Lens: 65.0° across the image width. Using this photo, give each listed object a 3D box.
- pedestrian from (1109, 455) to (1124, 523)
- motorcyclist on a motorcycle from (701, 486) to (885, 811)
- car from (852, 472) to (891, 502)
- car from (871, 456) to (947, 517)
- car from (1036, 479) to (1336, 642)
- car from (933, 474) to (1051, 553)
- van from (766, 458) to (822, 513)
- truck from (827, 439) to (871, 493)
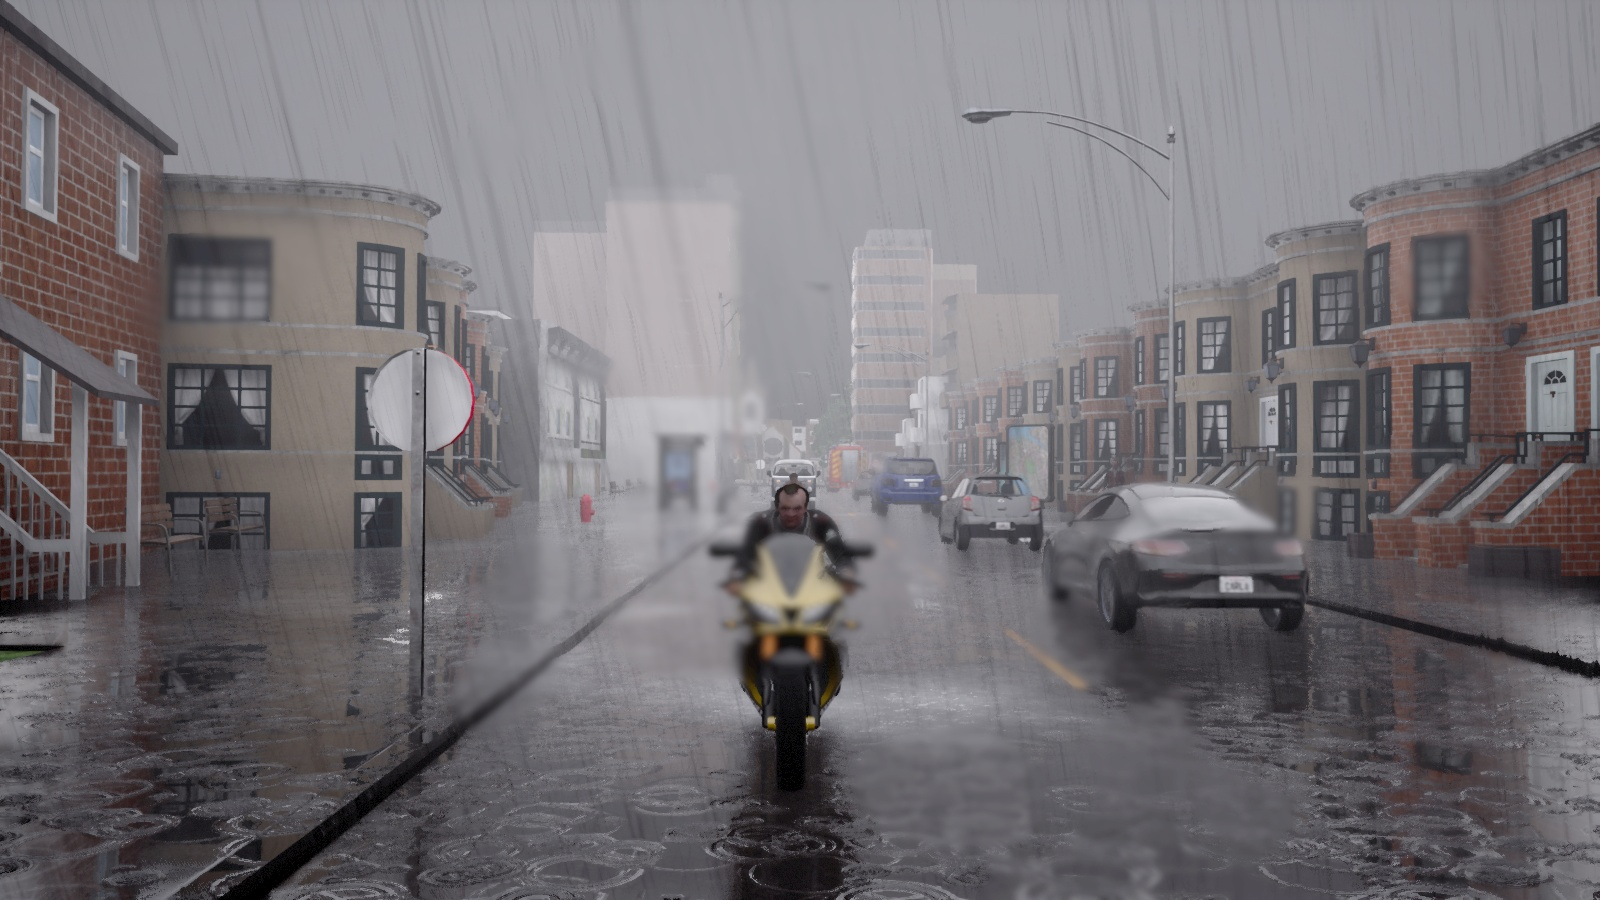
[{"bbox_3d":[8.734,1.070,34.674,0.376,1.854,0.720,0,-1,16],"label":"pedestrian"},{"bbox_3d":[-0.038,0.968,7.047,0.866,1.530,2.191,0,-2,0],"label":"motorcyclist on a motorcycle"},{"bbox_3d":[3.698,1.910,65.470,1.845,1.501,3.633,0,-1,0],"label":"car"},{"bbox_3d":[3.791,1.266,44.647,2.150,2.045,5.566,0,-1,0],"label":"car"},{"bbox_3d":[3.932,1.054,13.703,1.812,1.442,4.674,0,-1,0],"label":"car"},{"bbox_3d":[3.877,1.247,25.927,1.845,1.501,3.633,0,-1,0],"label":"car"},{"bbox_3d":[-0.231,1.366,49.391,2.069,2.038,4.480,0,-1,0],"label":"van"},{"bbox_3d":[3.534,1.188,92.701,2.891,3.827,8.468,0,-1,0],"label":"truck"}]
